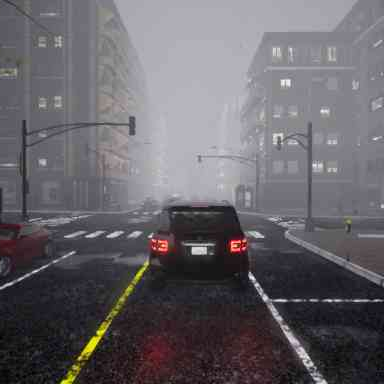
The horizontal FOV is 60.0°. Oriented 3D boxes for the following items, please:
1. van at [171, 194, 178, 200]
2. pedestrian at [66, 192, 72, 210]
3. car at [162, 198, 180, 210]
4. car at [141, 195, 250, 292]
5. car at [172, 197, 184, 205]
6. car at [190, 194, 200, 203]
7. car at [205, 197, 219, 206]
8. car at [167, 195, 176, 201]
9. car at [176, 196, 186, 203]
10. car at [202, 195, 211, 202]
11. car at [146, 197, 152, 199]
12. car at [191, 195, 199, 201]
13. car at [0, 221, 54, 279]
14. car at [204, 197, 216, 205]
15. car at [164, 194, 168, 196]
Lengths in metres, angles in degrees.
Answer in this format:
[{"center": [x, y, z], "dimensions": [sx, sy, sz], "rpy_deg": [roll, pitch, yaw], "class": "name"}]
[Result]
[{"center": [-4.856, 1.340, 93.145], "dimensions": [1.690, 1.788, 3.998], "rpy_deg": [0, 0, 1], "class": "van"}, {"center": [-12.421, 0.902, 33.456], "dimensions": [0.375, 1.860, 0.375], "rpy_deg": [0, -1, 0], "class": "pedestrian"}, {"center": [-2.703, 1.562, 43.028], "dimensions": [1.994, 1.385, 4.181], "rpy_deg": [0, 0, 1], "class": "car"}, {"center": [0.165, 1.221, 9.075], "dimensions": [2.150, 2.045, 5.566], "rpy_deg": [0, 0, 1], "class": "car"}, {"center": [-2.512, 1.563, 61.569], "dimensions": [1.994, 1.385, 4.181], "rpy_deg": [0, 0, 1], "class": "car"}, {"center": [0.670, 1.354, 72.899], "dimensions": [2.097, 1.767, 4.553], "rpy_deg": [0, 0, 1], "class": "car"}, {"center": [3.164, 1.549, 53.594], "dimensions": [2.008, 1.369, 4.403], "rpy_deg": [0, 0, 1], "class": "car"}, {"center": [-4.961, 1.525, 81.698], "dimensions": [1.752, 1.417, 4.829], "rpy_deg": [0, 0, 1], "class": "car"}, {"center": [-2.356, 1.522, 71.874], "dimensions": [1.812, 1.442, 4.674], "rpy_deg": [0, 0, 1], "class": "car"}, {"center": [3.369, 1.439, 76.148], "dimensions": [1.967, 1.590, 4.097], "rpy_deg": [0, 0, 1], "class": "car"}, {"center": [-5.319, 1.438, 42.399], "dimensions": [1.967, 1.590, 4.097], "rpy_deg": [0, 0, 1], "class": "car"}, {"center": [0.744, 1.477, 82.676], "dimensions": [1.882, 1.535, 5.008], "rpy_deg": [0, 0, 1], "class": "car"}, {"center": [-5.614, 1.581, 9.989], "dimensions": [1.802, 1.307, 4.206], "rpy_deg": [0, 0, 1], "class": "car"}, {"center": [3.215, 1.543, 59.232], "dimensions": [1.887, 1.381, 4.507], "rpy_deg": [0, 0, 1], "class": "car"}, {"center": [-5.063, 1.314, 70.591], "dimensions": [2.192, 1.841, 5.009], "rpy_deg": [0, 0, 1], "class": "car"}]
